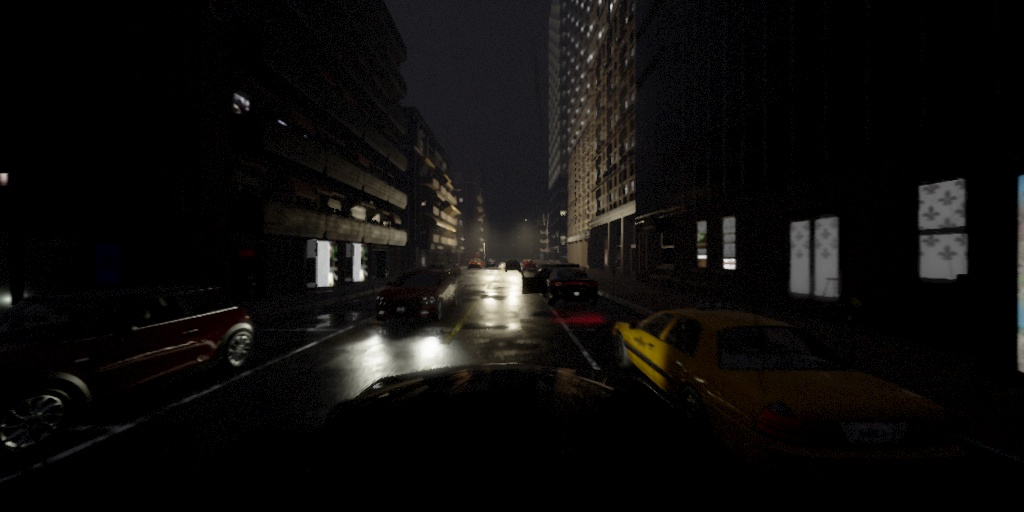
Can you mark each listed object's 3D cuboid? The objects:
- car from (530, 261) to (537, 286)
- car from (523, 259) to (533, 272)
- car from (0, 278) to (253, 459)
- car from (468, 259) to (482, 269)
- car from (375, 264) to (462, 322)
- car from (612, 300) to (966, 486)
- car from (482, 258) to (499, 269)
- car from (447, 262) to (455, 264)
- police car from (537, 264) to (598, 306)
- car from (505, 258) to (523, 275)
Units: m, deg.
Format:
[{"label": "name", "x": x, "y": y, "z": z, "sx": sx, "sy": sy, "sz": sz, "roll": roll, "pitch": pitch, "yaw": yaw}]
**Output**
[{"label": "car", "x": 2.697, "y": 1.292, "z": 27.400, "sx": 1.948, "sy": 1.339, "sz": 4.313, "roll": 0, "pitch": 0, "yaw": 0}, {"label": "car", "x": 2.705, "y": 1.257, "z": 55.642, "sx": 1.888, "sy": 1.381, "sz": 4.507, "roll": 0, "pitch": 0, "yaw": 0}, {"label": "car", "x": -5.690, "y": 1.186, "z": 4.809, "sx": 1.967, "sy": 1.591, "sz": 4.097, "roll": 0, "pitch": 0, "yaw": 0}, {"label": "car", "x": -5.675, "y": 1.151, "z": 55.644, "sx": 1.967, "sy": 1.591, "sz": 4.097, "roll": 0, "pitch": 0, "yaw": 0}, {"label": "car", "x": -3.098, "y": 1.216, "z": 12.508, "sx": 1.882, "sy": 1.535, "sz": 5.008, "roll": 0, "pitch": 0, "yaw": 0}, {"label": "car", "x": 2.691, "y": 1.272, "z": 4.976, "sx": 1.751, "sy": 1.417, "sz": 4.829, "roll": 0, "pitch": 0, "yaw": 0}, {"label": "car", "x": -2.985, "y": 1.183, "z": 54.522, "sx": 1.994, "sy": 1.385, "sz": 4.181, "roll": 0, "pitch": 0, "yaw": 0}, {"label": "car", "x": -5.684, "y": 1.291, "z": 27.402, "sx": 1.948, "sy": 1.339, "sz": 4.313, "roll": 0, "pitch": 0, "yaw": 0}, {"label": "police car", "x": 2.371, "y": 1.161, "z": 15.723, "sx": 1.930, "sy": 1.638, "sz": 5.238, "roll": 0, "pitch": 0, "yaw": 0}, {"label": "car", "x": 0.090, "y": 1.194, "z": 44.742, "sx": 1.882, "sy": 1.535, "sz": 5.008, "roll": 0, "pitch": -1, "yaw": 0}]
